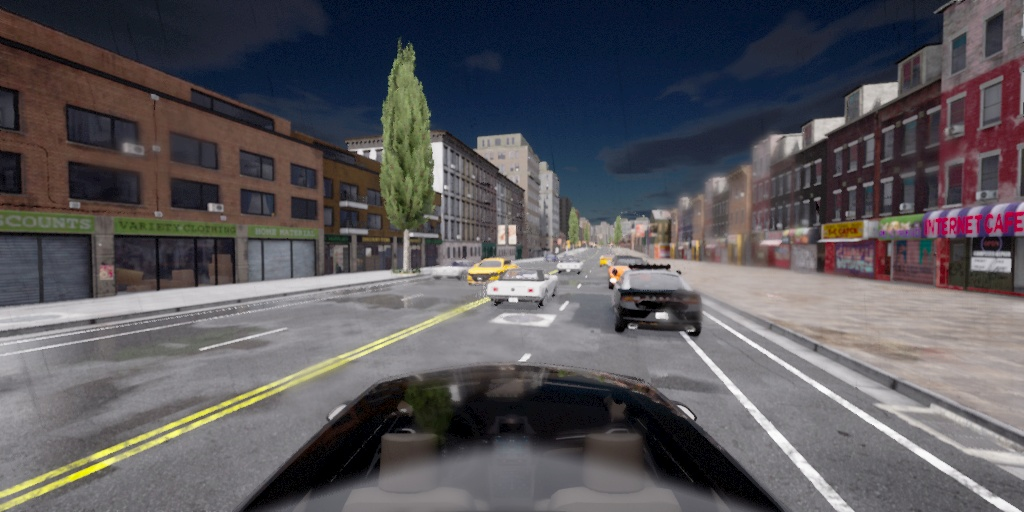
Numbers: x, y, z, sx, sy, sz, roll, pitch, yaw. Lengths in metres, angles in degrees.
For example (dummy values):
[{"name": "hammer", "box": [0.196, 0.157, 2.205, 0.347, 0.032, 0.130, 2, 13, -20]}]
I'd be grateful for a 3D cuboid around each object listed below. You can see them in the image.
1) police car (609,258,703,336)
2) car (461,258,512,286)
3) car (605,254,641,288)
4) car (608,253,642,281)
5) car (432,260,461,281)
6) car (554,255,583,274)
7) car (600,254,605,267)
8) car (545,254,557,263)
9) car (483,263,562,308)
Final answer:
[{"name": "police car", "box": [3.847, 1.026, 10.126, 1.930, 1.638, 5.238, 0, 1, 15]}, {"name": "car", "box": [-1.051, 0.884, 21.273, 1.882, 1.535, 5.008, 0, 1, 15]}, {"name": "car", "box": [6.356, 0.786, 19.660, 2.097, 1.767, 4.553, 0, 1, 15]}, {"name": "car", "box": [7.883, 0.694, 25.463, 2.097, 1.767, 4.553, 0, 1, 15]}, {"name": "car", "box": [-3.606, 0.956, 24.340, 1.895, 1.301, 4.718, 0, 1, 15]}, {"name": "car", "box": [5.181, 0.854, 31.417, 1.895, 1.301, 4.718, 0, 1, 15]}, {"name": "car", "box": [12.127, 0.567, 45.339, 1.882, 1.535, 5.008, 0, 1, 15]}, {"name": "car", "box": [7.177, 0.429, 65.039, 1.812, 1.442, 4.674, 0, 0, 15]}, {"name": "car", "box": [0.624, 1.131, 14.099, 1.895, 1.301, 4.718, 0, 1, 15]}]
